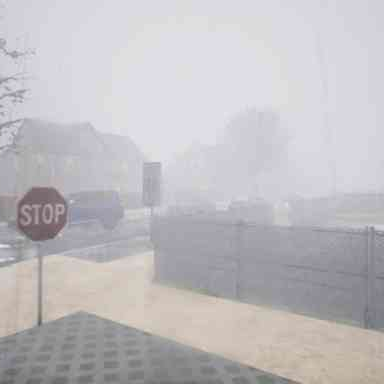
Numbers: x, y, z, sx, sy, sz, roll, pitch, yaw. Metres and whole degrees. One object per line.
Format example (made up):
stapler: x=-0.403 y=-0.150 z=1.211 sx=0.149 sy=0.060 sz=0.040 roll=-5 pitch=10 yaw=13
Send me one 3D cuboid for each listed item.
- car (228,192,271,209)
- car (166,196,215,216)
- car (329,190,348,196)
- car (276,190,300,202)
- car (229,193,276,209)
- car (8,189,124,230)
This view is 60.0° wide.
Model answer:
car: x=5.720 y=0.769 z=32.585 sx=2.033 sy=1.411 sz=5.357 roll=1 pitch=2 yaw=36
car: x=-0.010 y=1.017 z=24.530 sx=1.994 sy=1.385 sz=4.181 roll=1 pitch=2 yaw=35
car: x=22.940 y=0.270 z=51.773 sx=1.895 sy=1.301 sz=4.718 roll=1 pitch=2 yaw=36
car: x=11.919 y=0.498 z=41.256 sx=1.812 sy=1.442 sz=4.674 roll=1 pitch=2 yaw=36
car: x=4.543 y=0.934 z=25.885 sx=1.812 sy=1.442 sz=4.674 roll=1 pitch=2 yaw=36
car: x=-5.846 y=0.911 z=16.314 sx=2.150 sy=2.045 sz=5.566 roll=1 pitch=2 yaw=36
